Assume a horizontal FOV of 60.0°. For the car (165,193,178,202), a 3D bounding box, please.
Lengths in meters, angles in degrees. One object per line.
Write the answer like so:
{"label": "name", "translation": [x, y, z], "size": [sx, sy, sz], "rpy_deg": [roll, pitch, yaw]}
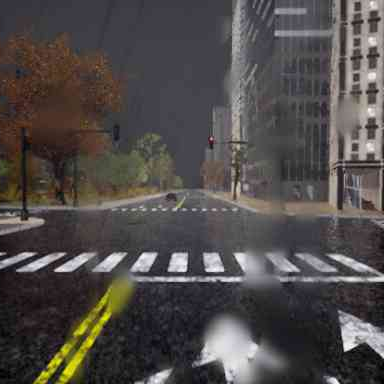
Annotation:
{"label": "car", "translation": [-3.251, 0.890, 53.461], "size": [1.837, 1.490, 4.892], "rpy_deg": [0, 3, 0]}
